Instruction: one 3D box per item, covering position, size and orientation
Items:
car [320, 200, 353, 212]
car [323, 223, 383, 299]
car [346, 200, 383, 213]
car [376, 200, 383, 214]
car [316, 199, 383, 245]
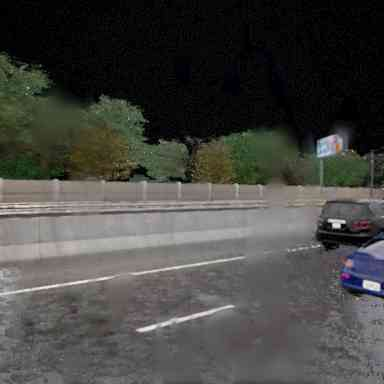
[{"bbox_3d":[18.782,1.791,43.188,4.181,1.385,1.994,1,0,-35],"label":"car"},{"bbox_3d":[5.165,1.566,7.452,4.674,1.442,1.812,0,0,-36],"label":"car"},{"bbox_3d":[21.165,1.722,40.589,4.902,1.511,2.128,1,0,-35],"label":"car"},{"bbox_3d":[23.251,1.723,37.777,4.902,1.511,2.128,1,0,-35],"label":"car"},{"bbox_3d":[7.250,1.287,13.227,5.566,2.045,2.150,0,0,-36],"label":"car"}]
